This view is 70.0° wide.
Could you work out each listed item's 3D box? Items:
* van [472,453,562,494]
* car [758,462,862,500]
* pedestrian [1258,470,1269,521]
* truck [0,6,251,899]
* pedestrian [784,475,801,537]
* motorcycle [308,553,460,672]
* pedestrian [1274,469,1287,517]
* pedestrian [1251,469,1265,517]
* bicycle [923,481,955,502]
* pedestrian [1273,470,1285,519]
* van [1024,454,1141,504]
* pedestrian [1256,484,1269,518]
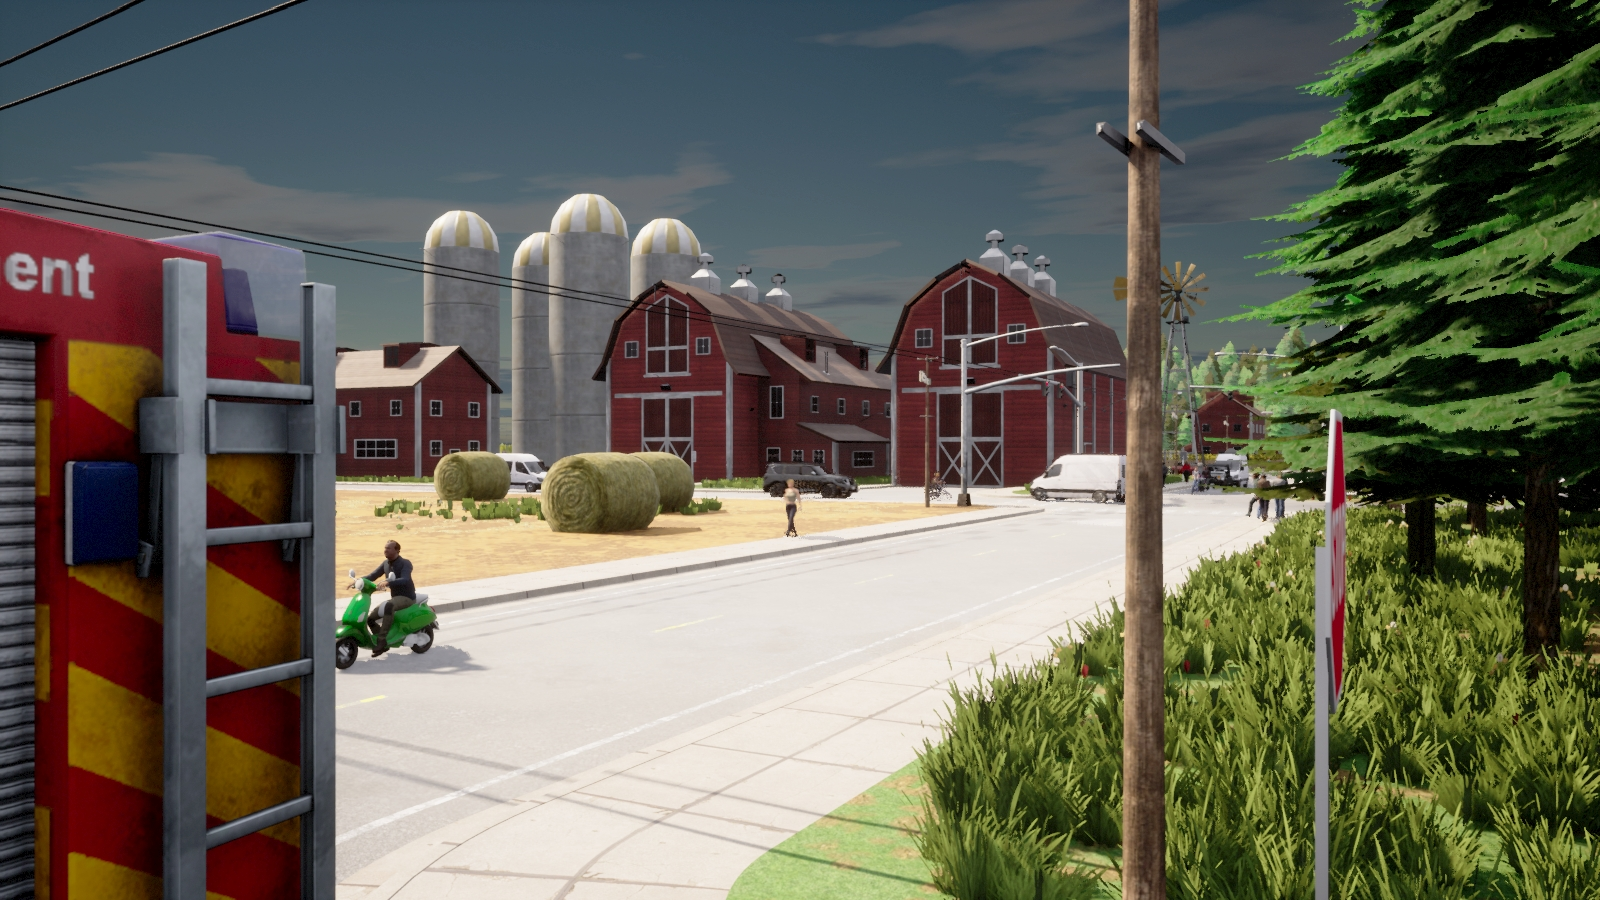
[{"bbox_3d":[-18.662,1.495,75.238,5.915,2.561,1.988,0,1,27],"label":"van"},{"bbox_3d":[0.541,1.747,65.351,5.566,2.045,2.150,0,0,27],"label":"car"},{"bbox_3d":[17.215,1.695,42.433,0.375,1.860,0.375,0,0,23],"label":"pedestrian"},{"bbox_3d":[-6.099,0.866,3.615,8.468,3.827,2.891,0,0,22],"label":"truck"},{"bbox_3d":[-0.222,1.694,34.520,0.375,1.860,0.375,0,0,25],"label":"pedestrian"},{"bbox_3d":[-5.561,2.142,15.387,0.856,1.316,1.805,0,0,28],"label":"motorcycle"},{"bbox_3d":[18.850,1.694,44.829,0.375,1.860,0.375,0,0,40],"label":"pedestrian"},{"bbox_3d":[17.981,1.696,44.880,0.375,1.860,0.375,0,0,-38],"label":"pedestrian"},{"bbox_3d":[7.507,2.229,61.758,1.487,1.080,0.859,0,0,27],"label":"bicycle"},{"bbox_3d":[18.419,1.694,43.928,0.375,1.860,0.375,0,0,32],"label":"pedestrian"},{"bbox_3d":[15.097,1.511,61.342,1.988,2.561,5.915,1,-1,-44],"label":"van"},{"bbox_3d":[17.821,1.976,44.025,0.375,1.300,0.375,0,0,4],"label":"pedestrian"}]
